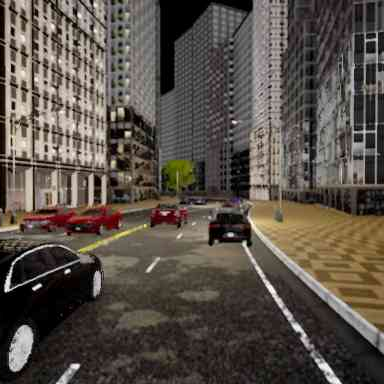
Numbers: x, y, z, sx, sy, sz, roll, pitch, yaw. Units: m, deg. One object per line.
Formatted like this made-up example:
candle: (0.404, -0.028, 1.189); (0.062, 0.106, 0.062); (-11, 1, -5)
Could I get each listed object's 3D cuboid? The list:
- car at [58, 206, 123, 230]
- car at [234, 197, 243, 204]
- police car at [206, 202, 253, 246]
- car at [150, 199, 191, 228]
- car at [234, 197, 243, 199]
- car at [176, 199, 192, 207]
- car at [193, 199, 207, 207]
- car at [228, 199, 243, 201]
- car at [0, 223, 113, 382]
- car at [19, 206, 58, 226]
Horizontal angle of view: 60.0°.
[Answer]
car: (-5.467, 1.588, 19.163); (1.882, 1.535, 5.008); (0, 0, 6)
car: (10.145, 1.818, 72.585); (1.812, 1.442, 4.674); (0, 0, 7)
police car: (1.774, 1.530, 15.962); (1.930, 1.638, 5.238); (0, 0, 5)
car: (-1.505, 1.497, 23.651); (2.097, 1.767, 4.553); (0, 0, 7)
car: (6.163, 1.798, 49.689); (1.882, 1.535, 5.008); (0, 0, 12)
car: (-1.444, 1.952, 61.341); (1.895, 1.301, 4.718); (0, 0, 11)
car: (1.537, 1.900, 59.609); (2.033, 1.411, 5.357); (0, 0, 11)
car: (3.618, 1.684, 31.345); (1.882, 1.535, 5.008); (0, 0, 9)
car: (-2.942, 1.537, 5.494); (1.837, 1.490, 4.892); (0, 0, 2)
car: (-8.610, 1.637, 20.547); (1.812, 1.442, 4.674); (0, 0, 6)
